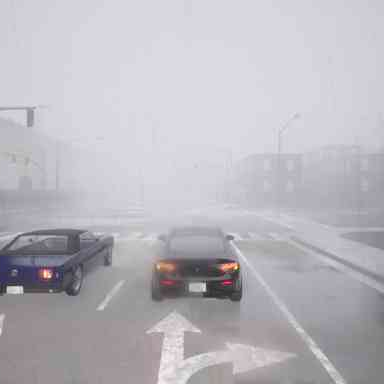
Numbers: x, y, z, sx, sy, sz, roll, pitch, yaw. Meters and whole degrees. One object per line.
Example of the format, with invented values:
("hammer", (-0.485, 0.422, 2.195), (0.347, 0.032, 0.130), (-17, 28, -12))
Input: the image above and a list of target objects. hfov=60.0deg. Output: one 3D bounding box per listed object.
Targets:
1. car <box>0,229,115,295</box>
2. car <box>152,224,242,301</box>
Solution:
("car", (-3.397, 1.601, 8.633), (1.895, 1.301, 4.718), (0, 0, 0))
("car", (0.101, 1.526, 8.200), (1.812, 1.442, 4.674), (0, 0, 0))
